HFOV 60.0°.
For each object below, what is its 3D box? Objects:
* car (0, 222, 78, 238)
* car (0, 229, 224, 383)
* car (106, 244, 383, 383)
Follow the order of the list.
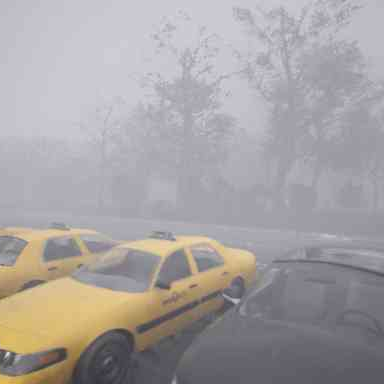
[{"bbox_3d":[-2.637,1.439,7.256,1.946,1.575,5.366,0,0,36],"label":"car"},{"bbox_3d":[-0.693,1.452,5.414,1.946,1.575,5.366,0,0,35],"label":"car"},{"bbox_3d":[1.671,1.474,3.963,2.231,1.521,4.892,0,0,35],"label":"car"}]
